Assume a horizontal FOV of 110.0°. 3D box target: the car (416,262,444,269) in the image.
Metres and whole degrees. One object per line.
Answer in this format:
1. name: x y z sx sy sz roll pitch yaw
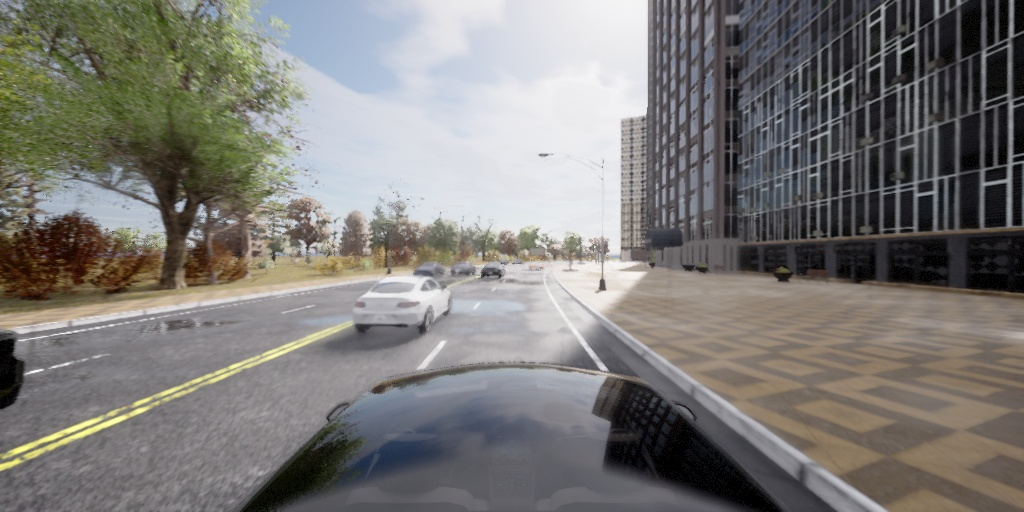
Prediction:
1. car: -8.214 1.323 36.460 2.033 1.411 5.357 0 0 5

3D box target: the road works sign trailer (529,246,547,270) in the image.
1. road works sign trailer: 3.838 0.336 55.001 2.380 3.560 2.880 0 0 9

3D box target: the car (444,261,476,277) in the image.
1. car: -4.920 1.285 36.623 2.128 1.511 4.902 0 0 6

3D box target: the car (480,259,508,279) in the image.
1. car: -1.726 1.329 33.993 1.812 1.442 4.674 0 0 5

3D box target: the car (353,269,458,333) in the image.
1. car: -3.009 1.278 10.608 1.812 1.442 4.674 0 0 1

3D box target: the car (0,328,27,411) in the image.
1. car: -6.538 1.198 1.930 1.882 1.535 5.008 0 0 1
